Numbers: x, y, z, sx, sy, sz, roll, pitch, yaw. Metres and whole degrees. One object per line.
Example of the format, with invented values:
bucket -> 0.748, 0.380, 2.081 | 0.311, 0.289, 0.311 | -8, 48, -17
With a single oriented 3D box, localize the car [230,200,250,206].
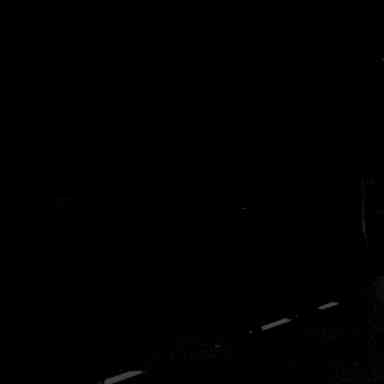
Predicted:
car -> 9.518, 2.294, 65.996 | 1.994, 1.385, 4.181 | -1, 1, -35
